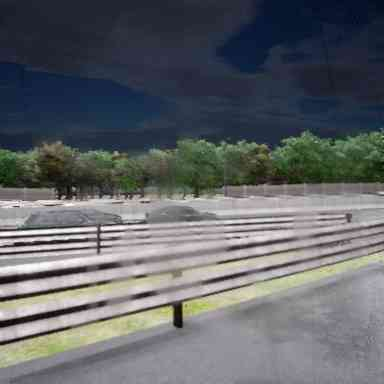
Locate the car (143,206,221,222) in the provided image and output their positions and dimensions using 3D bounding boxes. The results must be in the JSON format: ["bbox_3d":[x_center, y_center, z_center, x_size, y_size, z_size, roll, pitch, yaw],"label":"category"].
[{"bbox_3d":[-0.574,1.621,20.573,4.892,1.490,1.837,-1,0,-18],"label":"car"}]

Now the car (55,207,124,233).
[{"bbox_3d":[-6.788,1.803,22.244,4.181,1.385,1.994,-1,0,-18],"label":"car"}]

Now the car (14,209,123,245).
[{"bbox_3d":[-5.535,1.601,15.293,4.553,1.767,2.097,-1,0,-18],"label":"car"}]
